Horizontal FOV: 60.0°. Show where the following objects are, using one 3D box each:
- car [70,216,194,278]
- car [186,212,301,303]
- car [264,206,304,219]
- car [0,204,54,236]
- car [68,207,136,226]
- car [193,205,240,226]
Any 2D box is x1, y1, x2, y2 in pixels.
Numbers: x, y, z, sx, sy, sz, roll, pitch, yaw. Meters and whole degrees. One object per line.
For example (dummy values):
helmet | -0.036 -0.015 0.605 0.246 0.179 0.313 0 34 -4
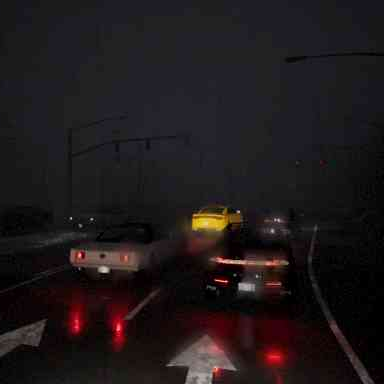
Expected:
car | -1.555 1.601 10.238 1.895 1.301 4.718 0 0 15
car | 1.538 1.492 8.323 2.128 1.511 4.902 0 0 13
car | 4.598 1.505 17.207 1.837 1.490 4.892 0 0 21
car | -10.033 1.477 18.588 1.882 1.535 5.008 0 0 21
car | -5.461 1.601 20.784 1.895 1.301 4.718 0 0 22
car | 1.597 1.478 19.034 1.882 1.535 5.008 0 0 21
